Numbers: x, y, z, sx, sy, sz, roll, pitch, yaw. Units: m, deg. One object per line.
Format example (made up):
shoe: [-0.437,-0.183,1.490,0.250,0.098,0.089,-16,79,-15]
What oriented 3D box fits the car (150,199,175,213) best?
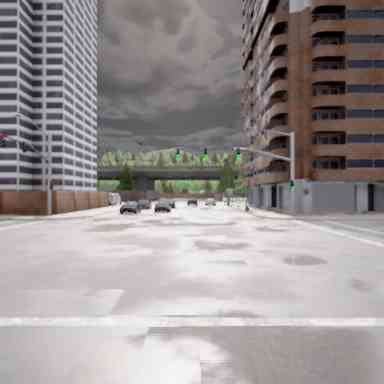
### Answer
car: [-3.618,1.799,41.883,2.033,1.411,5.357,0,0,0]

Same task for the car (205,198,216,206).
car: [3.472,1.903,62.749,1.812,1.442,4.674,0,0,0]

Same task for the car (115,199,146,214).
car: [-7.117,1.782,39.012,2.033,1.411,5.357,0,0,0]

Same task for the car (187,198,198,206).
car: [0.072,1.882,62.869,1.837,1.490,4.892,0,0,0]

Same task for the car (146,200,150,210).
car: [-7.111,1.844,49.364,2.033,1.411,5.357,0,0,0]
